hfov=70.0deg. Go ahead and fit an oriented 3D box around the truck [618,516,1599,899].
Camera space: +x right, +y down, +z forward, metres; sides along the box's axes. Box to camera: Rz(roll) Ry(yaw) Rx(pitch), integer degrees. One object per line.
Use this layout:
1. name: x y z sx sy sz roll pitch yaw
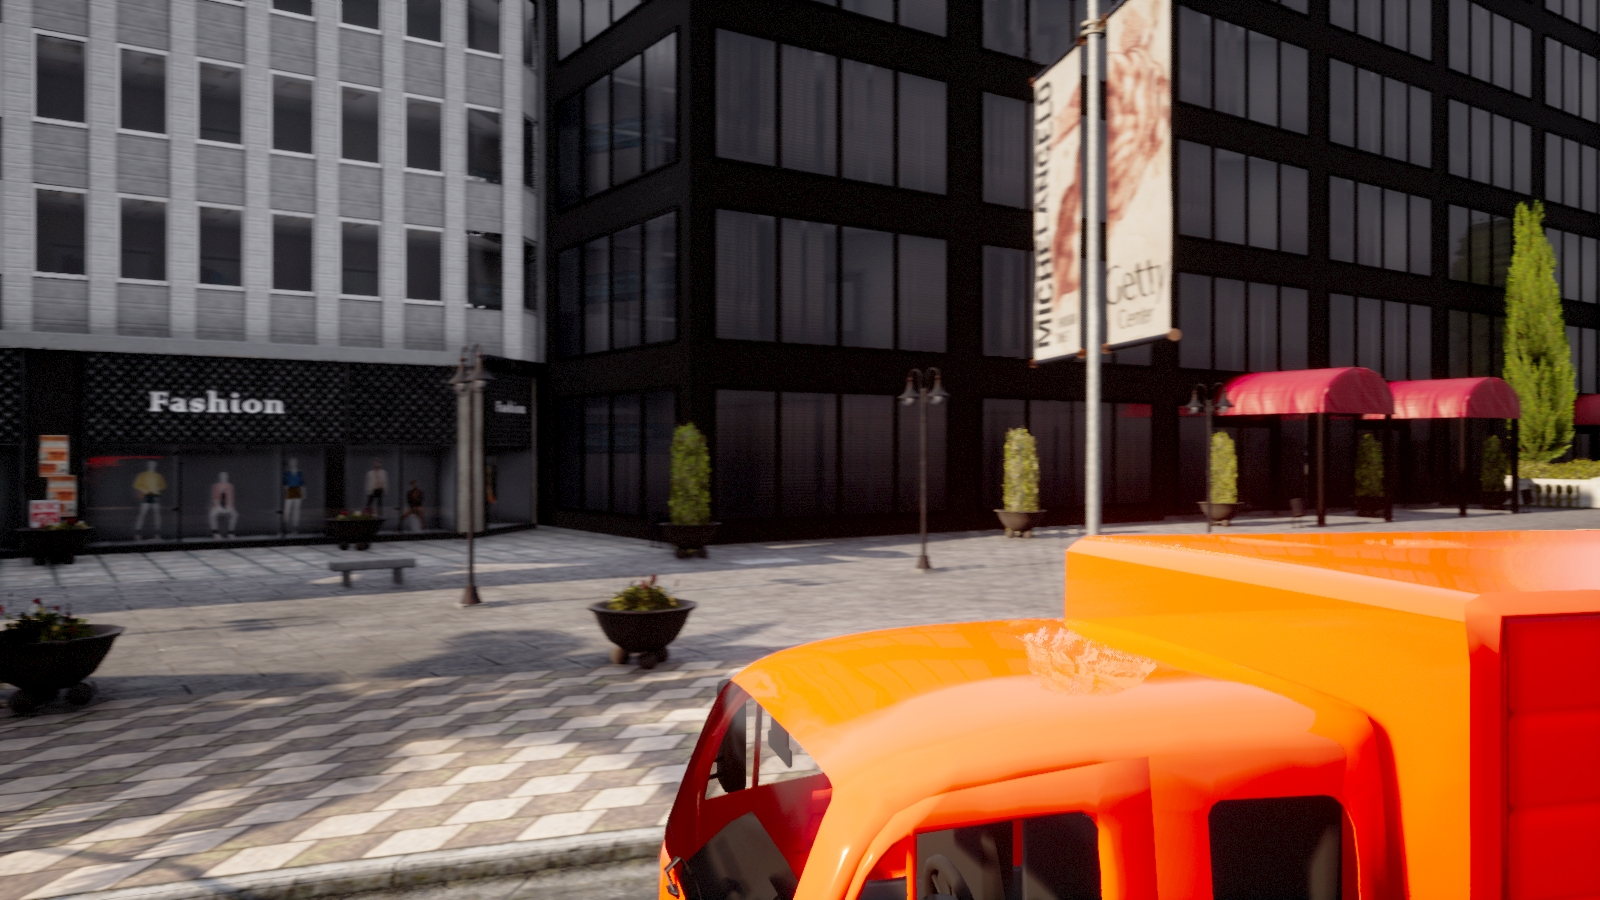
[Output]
1. truck: 2.119 1.567 3.949 5.204 2.467 2.627 0 0 -15
